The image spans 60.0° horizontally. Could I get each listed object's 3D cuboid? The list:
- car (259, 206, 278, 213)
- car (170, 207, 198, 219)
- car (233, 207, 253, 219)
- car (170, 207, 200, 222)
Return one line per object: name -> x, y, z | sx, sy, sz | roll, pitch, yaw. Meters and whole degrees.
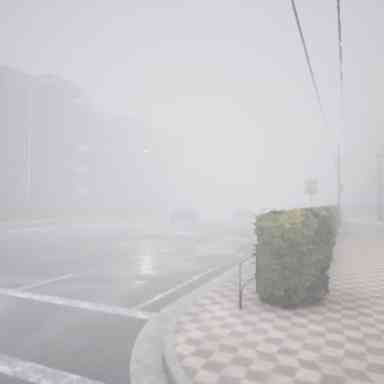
car -> 10.473, 2.718, 45.035 | 2.097, 1.767, 4.553 | 0, -2, 24
car -> -0.976, 2.782, 45.448 | 1.837, 1.490, 4.892 | 0, -1, 25
car -> 7.098, 2.862, 46.198 | 2.128, 1.511, 4.902 | 0, -2, 25
car -> -0.731, 2.554, 37.321 | 1.837, 1.490, 4.892 | 0, -2, 24
